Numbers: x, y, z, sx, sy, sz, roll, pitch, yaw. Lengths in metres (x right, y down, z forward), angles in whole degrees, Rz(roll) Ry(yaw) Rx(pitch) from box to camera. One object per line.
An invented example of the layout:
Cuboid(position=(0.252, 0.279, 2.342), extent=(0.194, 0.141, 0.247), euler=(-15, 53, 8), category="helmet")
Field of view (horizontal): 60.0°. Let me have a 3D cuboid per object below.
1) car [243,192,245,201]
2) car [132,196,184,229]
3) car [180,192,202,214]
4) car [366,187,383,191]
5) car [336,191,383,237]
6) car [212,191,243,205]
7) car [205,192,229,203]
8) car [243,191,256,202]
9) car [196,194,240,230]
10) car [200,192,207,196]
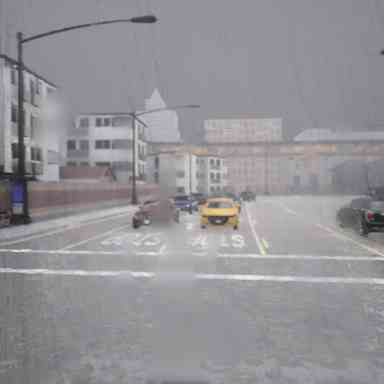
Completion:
Cuboid(position=(4.562, 0.901, 37.359), extent=(1.895, 1.301, 4.718), euler=(0, 1, 12), category="car")
Cuboid(position=(-1.909, 1.164, 18.751), extent=(1.812, 1.442, 4.674), euler=(0, 1, 8), category="car")
Cuboid(position=(-0.643, 1.003, 27.762), extent=(1.812, 1.442, 4.674), euler=(0, 1, 10), category="car")
Cuboid(position=(30.479, 0.199, 53.211), extent=(5.566, 2.045, 2.150), euler=(0, 1, -14), category="car")
Cuboid(position=(8.462, 1.026, 15.780), extent=(2.097, 1.767, 4.553), euler=(0, 1, 8), category="car")
Cuboid(position=(2.906, 0.828, 27.553), extent=(2.097, 1.767, 4.553), euler=(0, 1, 9), category="car")
Cuboid(position=(3.540, 0.741, 46.517), extent=(1.895, 1.301, 4.718), euler=(0, 1, 24), category="car")
Cuboid(position=(7.686, 0.628, 47.069), extent=(1.837, 1.490, 4.892), euler=(0, 1, 27), category="car")
Cuboid(position=(1.609, 1.113, 18.630), extent=(1.882, 1.535, 5.008), euler=(0, 1, 8), category="car")
Cuboid(position=(0.887, 0.823, 36.665), extent=(1.837, 1.490, 4.892), euler=(0, 1, 11), category="car")
